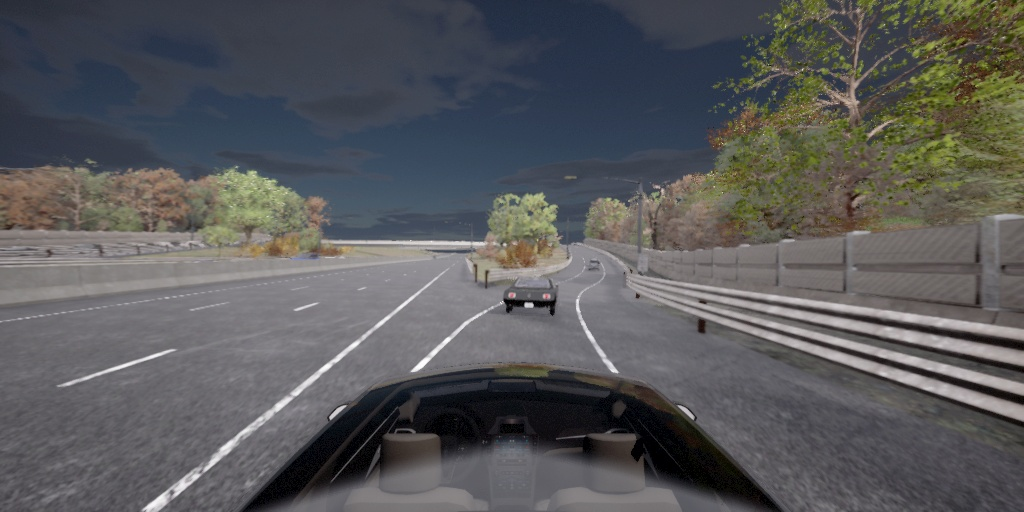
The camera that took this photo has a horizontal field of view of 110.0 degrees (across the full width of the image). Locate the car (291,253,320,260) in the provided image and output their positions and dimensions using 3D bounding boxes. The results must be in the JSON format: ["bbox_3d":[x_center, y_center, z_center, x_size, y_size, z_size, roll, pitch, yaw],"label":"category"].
[{"bbox_3d":[-28.354,0.669,49.396,2.150,2.045,5.566,1,0,-7],"label":"car"}]

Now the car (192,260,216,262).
[{"bbox_3d":[-25.848,1.034,29.878,1.994,1.385,4.181,1,0,-7],"label":"car"}]

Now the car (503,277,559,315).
[{"bbox_3d":[0.948,1.521,14.608,1.895,1.301,4.718,1,-3,9],"label":"car"}]

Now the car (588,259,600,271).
[{"bbox_3d":[14.010,1.756,61.323,2.033,1.411,5.357,1,2,13],"label":"car"}]
